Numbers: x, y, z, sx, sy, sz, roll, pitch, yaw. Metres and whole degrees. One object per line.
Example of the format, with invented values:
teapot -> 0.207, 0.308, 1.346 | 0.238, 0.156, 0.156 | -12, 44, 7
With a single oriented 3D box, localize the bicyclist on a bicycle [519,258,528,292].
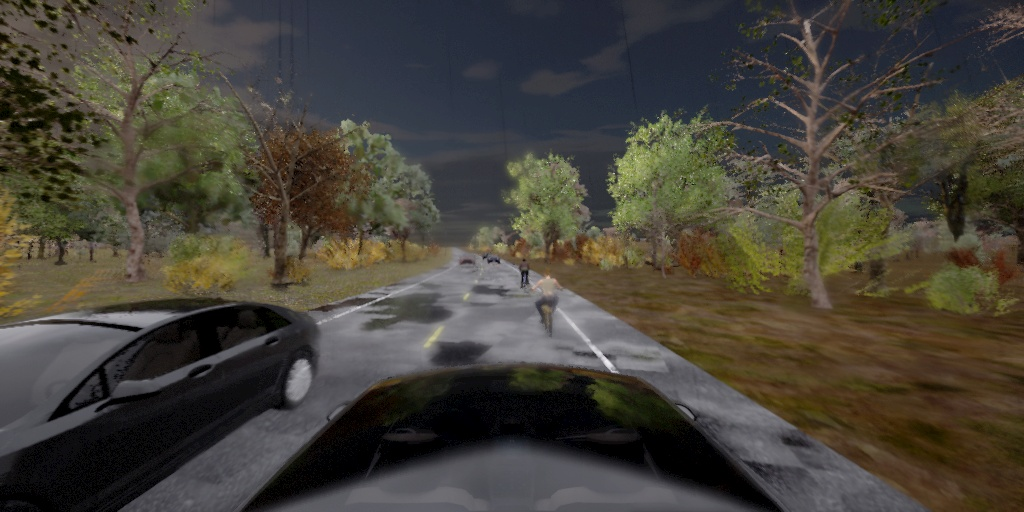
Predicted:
bicyclist on a bicycle -> 0.626, 0.950, 17.810 | 0.582, 1.620, 1.656 | 0, 1, -2

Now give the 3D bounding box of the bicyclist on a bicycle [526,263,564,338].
bicyclist on a bicycle -> 0.874, 1.076, 8.804 | 0.866, 1.612, 1.509 | 0, 1, -1

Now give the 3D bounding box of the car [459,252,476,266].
car -> -5.770, 0.371, 47.123 | 2.097, 1.767, 4.553 | 0, 1, -5

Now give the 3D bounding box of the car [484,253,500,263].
car -> -2.963, 0.458, 56.014 | 1.895, 1.301, 4.718 | 0, 1, -6

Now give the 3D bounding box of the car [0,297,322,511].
car -> -3.636, 1.234, 3.237 | 1.837, 1.490, 4.892 | 0, 1, 0
